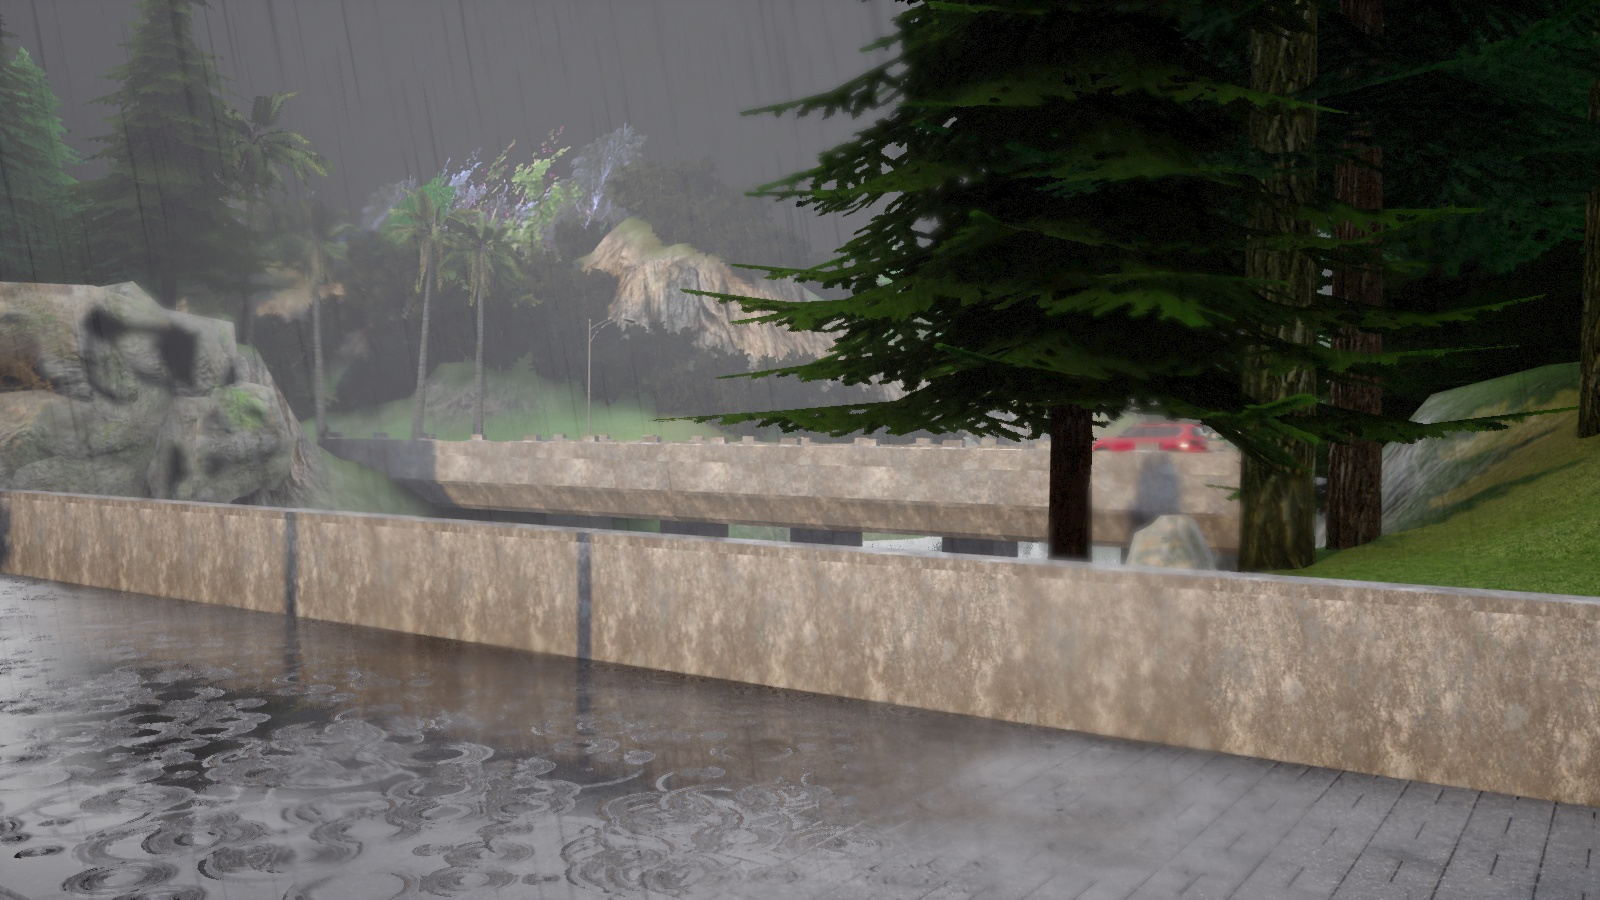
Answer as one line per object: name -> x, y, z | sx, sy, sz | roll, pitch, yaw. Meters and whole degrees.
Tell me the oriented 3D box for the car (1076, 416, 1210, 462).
car -> 15.826, -0.486, 58.102 | 5.566, 2.045, 2.150 | 0, 1, 34
